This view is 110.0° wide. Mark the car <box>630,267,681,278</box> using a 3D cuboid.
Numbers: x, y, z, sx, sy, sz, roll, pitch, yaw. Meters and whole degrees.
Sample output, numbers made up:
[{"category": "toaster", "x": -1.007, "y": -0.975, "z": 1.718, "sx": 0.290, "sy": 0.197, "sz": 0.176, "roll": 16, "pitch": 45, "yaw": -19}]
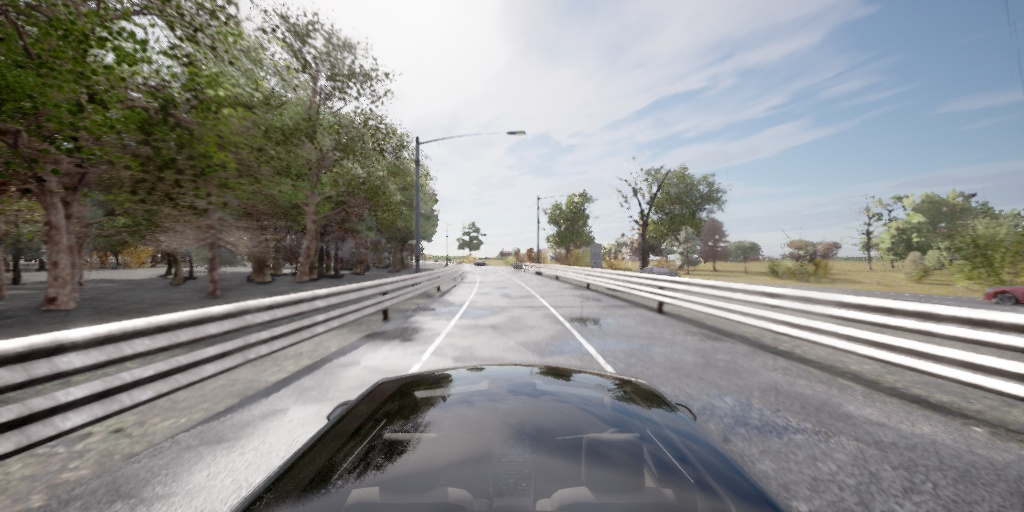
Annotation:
[{"category": "car", "x": 13.792, "y": 1.750, "z": 34.977, "sx": 2.033, "sy": 1.411, "sz": 5.357, "roll": 0, "pitch": 0, "yaw": -21}]

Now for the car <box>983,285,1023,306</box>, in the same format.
[{"category": "car", "x": 24.841, "y": 1.710, "z": 16.253, "sx": 1.994, "sy": 1.385, "sz": 4.181, "roll": 0, "pitch": 0, "yaw": -21}]
